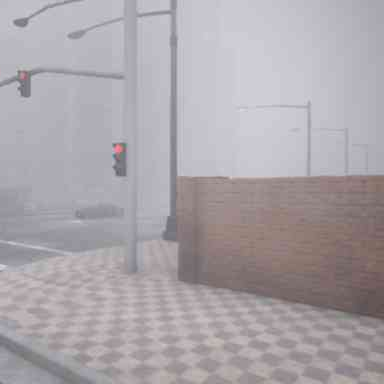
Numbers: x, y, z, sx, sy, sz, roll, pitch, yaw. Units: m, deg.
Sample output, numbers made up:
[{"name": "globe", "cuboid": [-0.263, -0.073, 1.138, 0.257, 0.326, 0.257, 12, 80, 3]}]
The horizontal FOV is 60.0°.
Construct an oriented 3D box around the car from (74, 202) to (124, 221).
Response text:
[{"name": "car", "cuboid": [-7.594, 1.561, 27.518, 1.994, 1.385, 4.181, 0, 0, 36]}]
